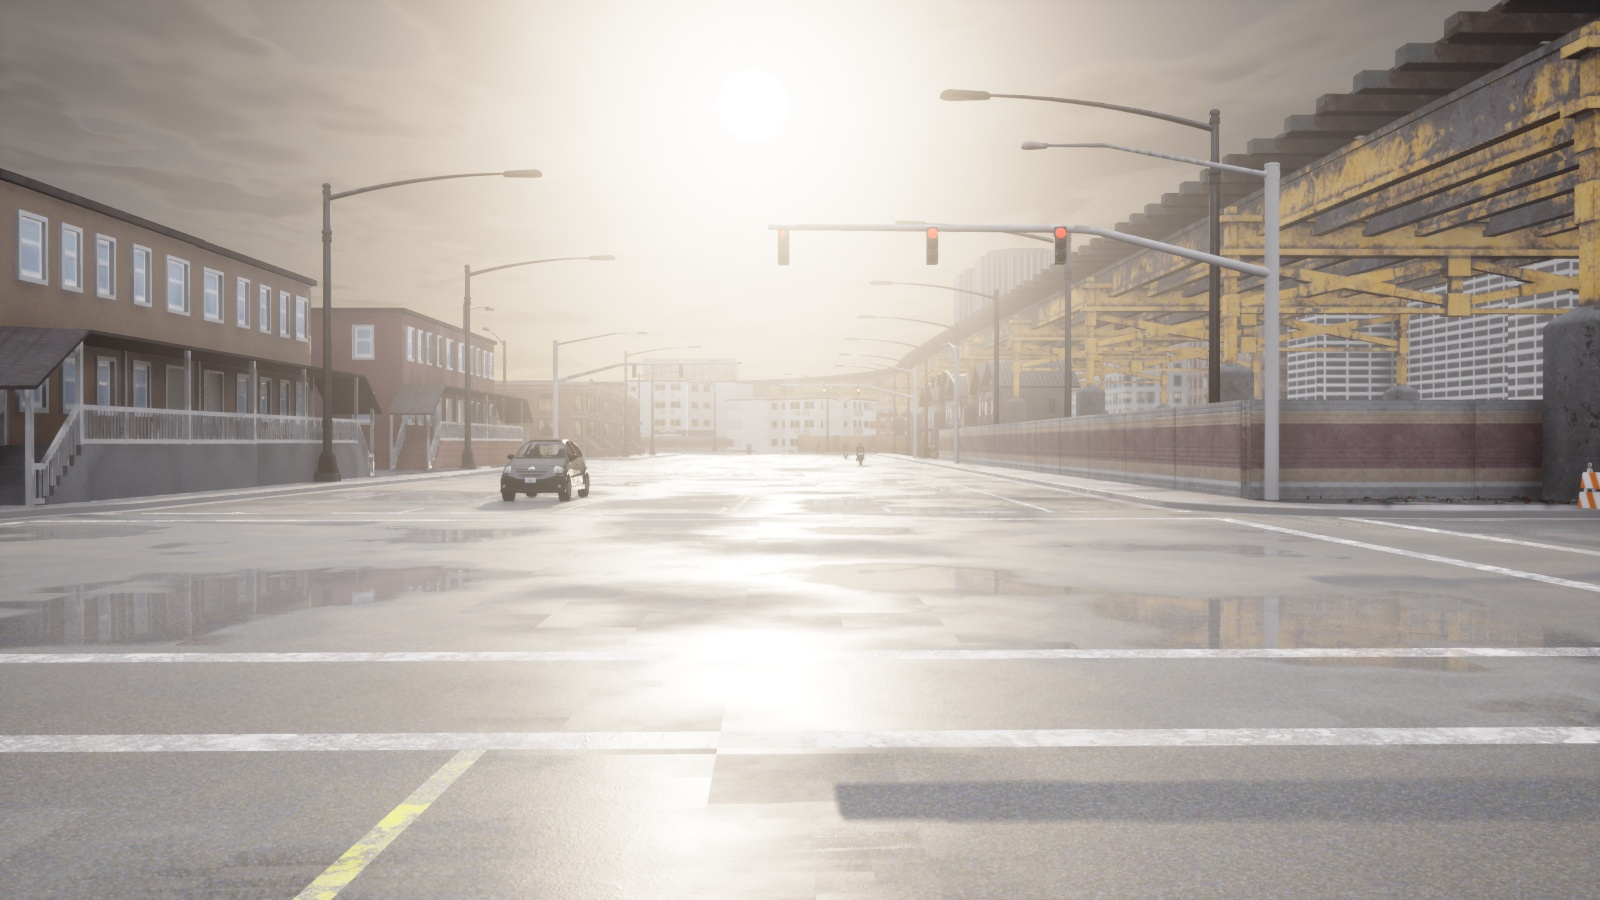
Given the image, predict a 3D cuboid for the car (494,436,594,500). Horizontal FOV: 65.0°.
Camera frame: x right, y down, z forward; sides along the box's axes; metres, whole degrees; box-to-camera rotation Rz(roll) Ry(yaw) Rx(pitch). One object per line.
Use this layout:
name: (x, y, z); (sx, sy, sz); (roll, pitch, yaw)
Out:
car: (-6.792, 0.449, 33.720); (1.851, 1.617, 3.988); (0, 0, 0)
